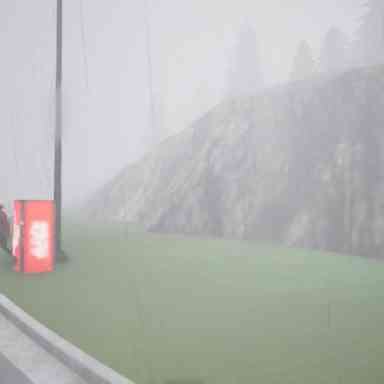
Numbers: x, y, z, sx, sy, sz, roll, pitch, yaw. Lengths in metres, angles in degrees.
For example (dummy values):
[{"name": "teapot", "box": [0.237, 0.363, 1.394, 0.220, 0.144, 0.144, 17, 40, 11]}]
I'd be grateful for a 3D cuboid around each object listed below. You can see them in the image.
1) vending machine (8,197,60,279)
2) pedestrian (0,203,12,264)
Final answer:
[{"name": "vending machine", "box": [-4.386, 1.203, 9.249, 1.100, 2.100, 0.880, 1, 0, -39]}, {"name": "pedestrian", "box": [-5.418, 1.141, 9.413, 0.375, 1.860, 0.375, 1, 0, -38]}]
